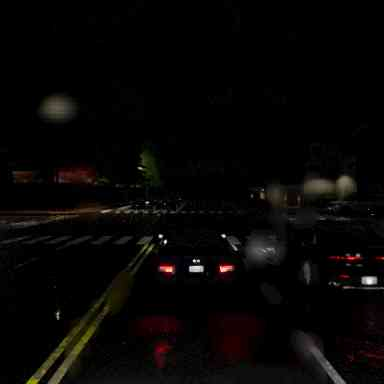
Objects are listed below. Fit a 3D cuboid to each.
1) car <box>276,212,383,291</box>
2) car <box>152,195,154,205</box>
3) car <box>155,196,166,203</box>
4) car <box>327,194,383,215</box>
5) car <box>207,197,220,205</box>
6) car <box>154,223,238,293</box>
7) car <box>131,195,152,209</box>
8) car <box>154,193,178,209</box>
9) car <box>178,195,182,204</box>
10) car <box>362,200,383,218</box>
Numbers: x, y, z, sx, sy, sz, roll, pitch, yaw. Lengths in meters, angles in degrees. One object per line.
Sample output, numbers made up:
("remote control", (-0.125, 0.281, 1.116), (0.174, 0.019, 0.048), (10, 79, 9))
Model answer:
("car", (3.613, 1.506, 9.045), (1.837, 1.490, 4.892), (0, 0, 2))
("car", (-6.922, 1.355, 57.007), (2.097, 1.767, 4.553), (0, 0, 1))
("car", (-6.730, 1.552, 71.860), (1.994, 1.385, 4.181), (0, 0, 0))
("car", (15.973, 1.221, 31.802), (5.566, 2.045, 2.150), (0, 0, 0))
("car", (3.769, 1.563, 58.627), (1.994, 1.385, 4.181), (0, 0, 0))
("car", (0.025, 1.547, 8.993), (2.033, 1.411, 5.357), (0, 0, -1))
("car", (-7.017, 1.504, 45.224), (1.837, 1.490, 4.892), (0, 0, 1))
("car", (-3.514, 1.221, 46.150), (2.150, 2.045, 5.566), (0, 0, 1))
("car", (-3.375, 1.600, 60.382), (1.895, 1.301, 4.718), (0, 0, 1))
("car", (17.574, 1.601, 28.304), (4.718, 1.301, 1.895), (0, 0, 0))
